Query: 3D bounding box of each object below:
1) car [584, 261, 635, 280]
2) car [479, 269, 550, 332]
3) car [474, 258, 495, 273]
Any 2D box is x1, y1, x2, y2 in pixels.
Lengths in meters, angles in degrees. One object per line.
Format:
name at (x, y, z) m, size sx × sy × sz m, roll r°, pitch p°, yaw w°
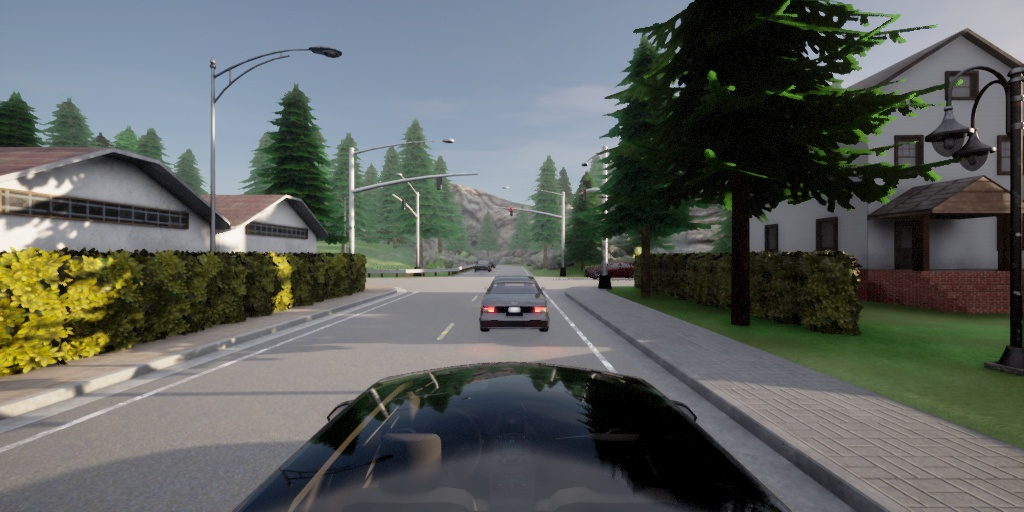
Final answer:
car at (8.544, 1.212, 29.975) m, size 5.008 × 1.535 × 1.882 m, roll 0°, pitch 0°, yaw 0°
car at (0.071, 1.297, 10.848) m, size 2.033 × 1.411 × 5.357 m, roll 0°, pitch 0°, yaw 0°
car at (-3.583, 1.227, 44.913) m, size 1.882 × 1.535 × 5.008 m, roll 0°, pitch 0°, yaw 0°
